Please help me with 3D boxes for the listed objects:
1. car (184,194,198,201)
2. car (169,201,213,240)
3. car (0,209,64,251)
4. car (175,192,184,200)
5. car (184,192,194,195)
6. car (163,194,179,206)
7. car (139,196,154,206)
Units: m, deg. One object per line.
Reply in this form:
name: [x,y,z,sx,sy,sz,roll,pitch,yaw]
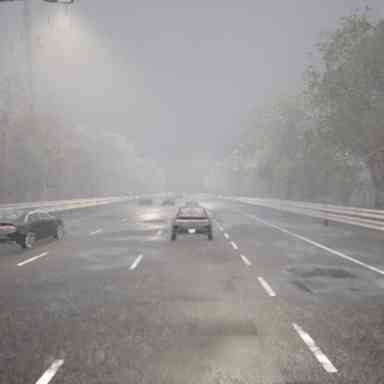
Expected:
car: [-0.011,1.439,51.638,1.895,1.301,4.718,0,0,0]
car: [-0.004,1.437,16.528,2.128,1.511,4.902,0,0,0]
car: [-7.006,1.446,13.949,2.128,1.511,4.902,0,0,0]
car: [-3.518,0.977,89.501,2.150,2.045,5.566,0,0,0]
car: [-0.014,1.144,71.304,2.097,1.767,4.553,0,0,0]
car: [-3.513,1.386,51.657,2.033,1.411,5.357,0,0,0]
car: [-7.012,1.330,51.744,2.128,1.511,4.902,0,0,0]
